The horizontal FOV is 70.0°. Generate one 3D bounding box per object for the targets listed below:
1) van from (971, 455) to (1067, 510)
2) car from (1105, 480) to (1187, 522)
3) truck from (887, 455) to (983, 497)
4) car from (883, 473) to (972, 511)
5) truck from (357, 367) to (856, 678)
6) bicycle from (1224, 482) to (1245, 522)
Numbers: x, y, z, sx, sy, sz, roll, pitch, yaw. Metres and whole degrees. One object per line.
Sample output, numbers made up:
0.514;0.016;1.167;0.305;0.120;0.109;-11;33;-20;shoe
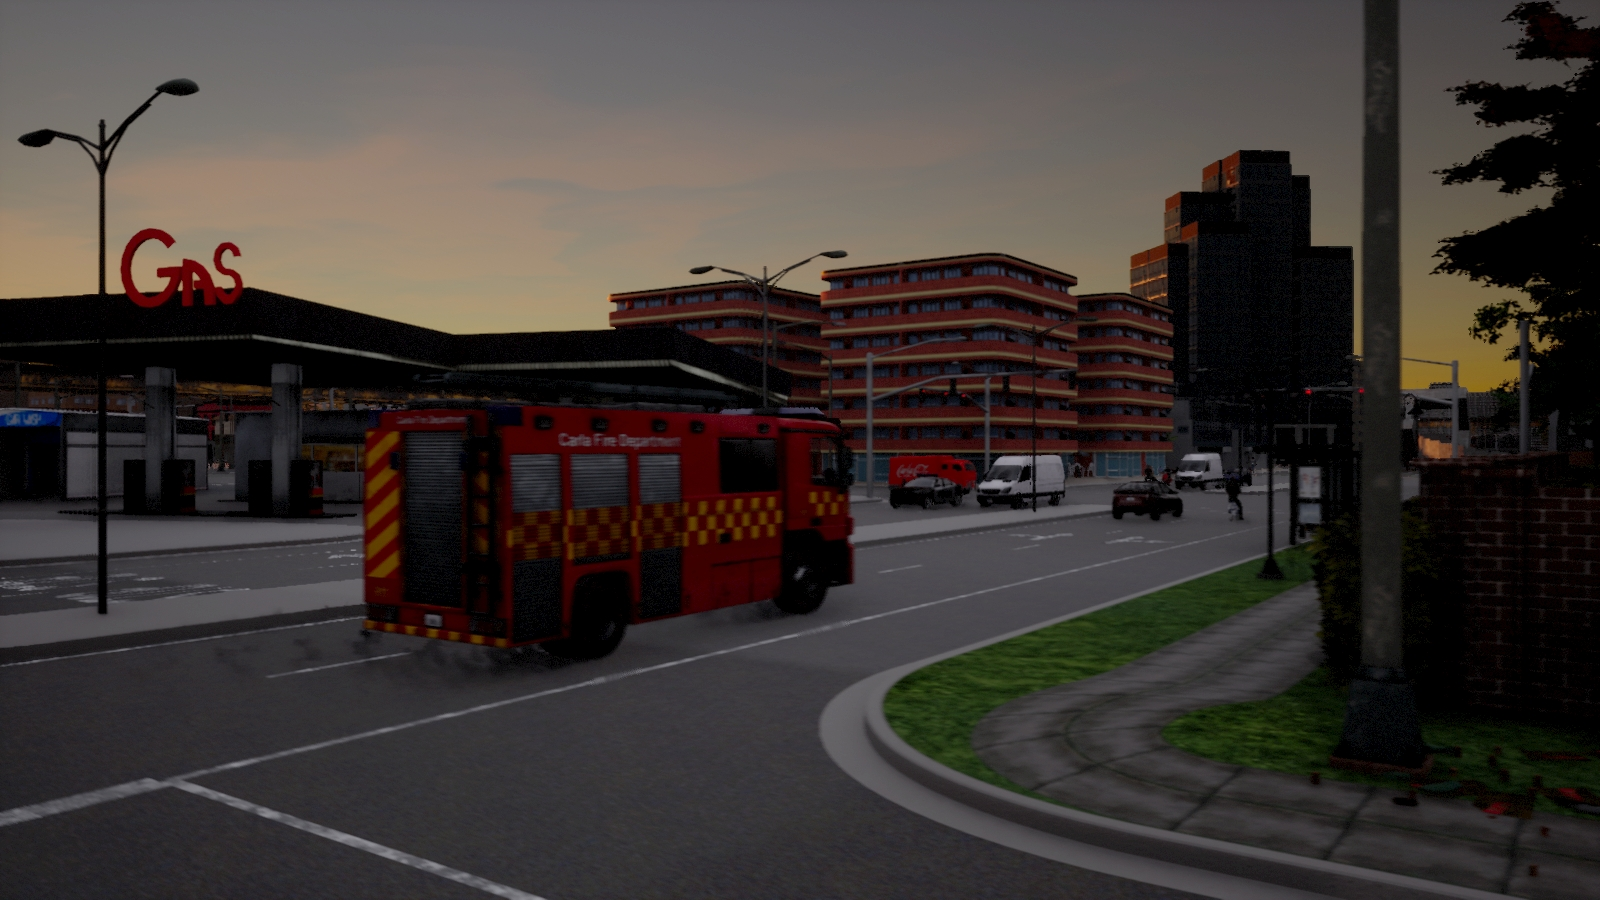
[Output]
10.823;1.534;56.148;1.988;2.561;5.915;0;0;40;van
14.278;2.040;46.997;2.007;1.525;4.514;0;0;34;car
8.281;1.588;70.288;5.204;2.467;2.627;-2;-1;34;truck
6.252;1.982;55.460;2.097;1.638;5.238;0;0;34;car
-2.524;0.890;18.389;2.891;3.827;8.468;0;0;34;truck
17.167;2.048;45.149;0.329;1.496;1.835;0;0;35;bicycle
